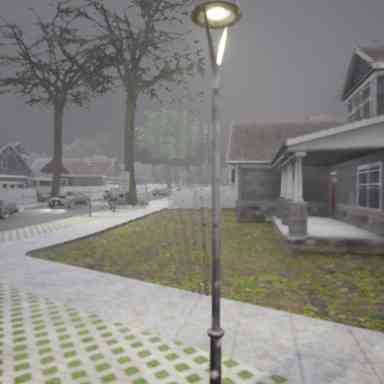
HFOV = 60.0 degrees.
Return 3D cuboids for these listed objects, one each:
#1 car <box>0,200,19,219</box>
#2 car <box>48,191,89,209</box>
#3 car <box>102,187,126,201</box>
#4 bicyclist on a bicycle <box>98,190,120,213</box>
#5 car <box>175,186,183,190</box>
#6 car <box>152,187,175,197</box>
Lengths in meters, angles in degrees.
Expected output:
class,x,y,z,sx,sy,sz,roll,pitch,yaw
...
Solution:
class,x,y,z,sx,sy,sz,roll,pitch,yaw
car,-12.702,1.034,19.560,2.033,1.411,5.357,1,3,12
car,-10.822,0.644,29.406,1.994,1.385,4.181,1,2,11
car,-8.997,0.197,39.403,2.128,1.511,4.902,1,2,10
bicyclist on a bicycle,-5.910,0.673,23.624,1.656,1.620,0.582,1,2,10
car,-2.621,-0.330,58.671,1.895,1.301,4.718,1,2,10
car,-4.350,0.002,48.816,1.895,1.301,4.718,1,2,11
